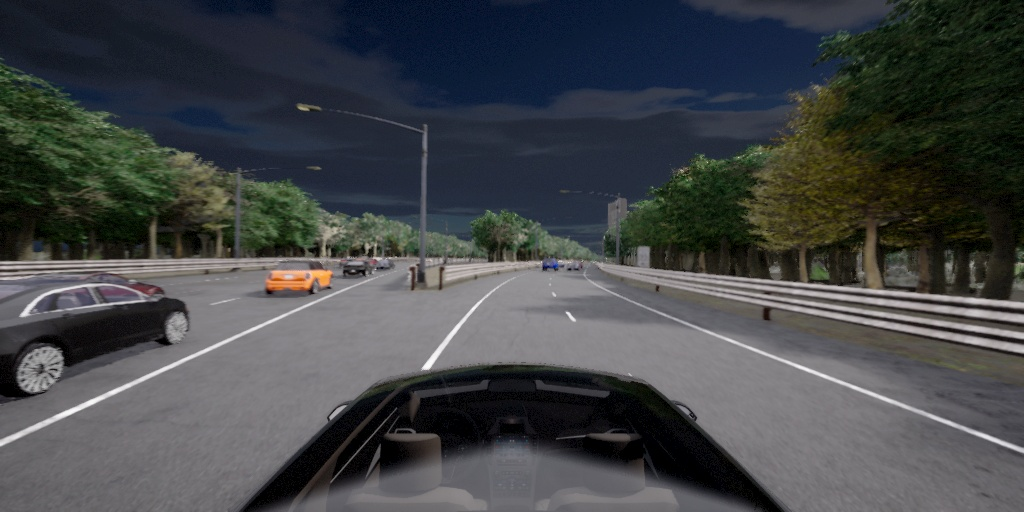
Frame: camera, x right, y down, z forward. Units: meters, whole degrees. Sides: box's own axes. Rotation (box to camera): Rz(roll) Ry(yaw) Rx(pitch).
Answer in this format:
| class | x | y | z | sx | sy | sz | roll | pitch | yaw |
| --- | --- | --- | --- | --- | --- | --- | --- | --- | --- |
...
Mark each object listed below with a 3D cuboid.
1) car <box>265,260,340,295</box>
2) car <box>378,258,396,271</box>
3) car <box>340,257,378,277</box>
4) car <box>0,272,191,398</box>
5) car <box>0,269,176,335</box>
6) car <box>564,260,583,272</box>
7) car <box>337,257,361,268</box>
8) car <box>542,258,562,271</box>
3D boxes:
| class | x | y | z | sx | sy | sz | roll | pitch | yaw |
| --- | --- | --- | --- | --- | --- | --- | --- | --- | --- |
| car | -10.849 | 0.987 | 18.717 | 2.097 | 1.767 | 4.553 | 1 | 0 | -13 |
| car | -16.694 | 1.177 | 47.511 | 2.033 | 1.411 | 5.357 | 1 | 0 | -9 |
| car | -13.966 | 1.109 | 32.854 | 1.882 | 1.535 | 5.008 | 1 | 0 | -11 |
| car | -7.648 | 1.135 | 6.013 | 2.128 | 1.511 | 4.902 | 1 | 0 | -15 |
| car | -12.289 | 1.138 | 10.343 | 1.994 | 1.385 | 4.181 | 1 | 0 | -14 |
| car | 9.652 | 1.732 | 56.197 | 1.895 | 1.301 | 4.718 | 1 | 0 | 13 |
| car | -24.840 | 0.996 | 54.853 | 2.128 | 1.511 | 4.902 | 1 | 0 | -8 |
| car | 5.973 | 1.290 | 55.761 | 2.150 | 2.045 | 5.566 | 1 | 0 | 13 |
